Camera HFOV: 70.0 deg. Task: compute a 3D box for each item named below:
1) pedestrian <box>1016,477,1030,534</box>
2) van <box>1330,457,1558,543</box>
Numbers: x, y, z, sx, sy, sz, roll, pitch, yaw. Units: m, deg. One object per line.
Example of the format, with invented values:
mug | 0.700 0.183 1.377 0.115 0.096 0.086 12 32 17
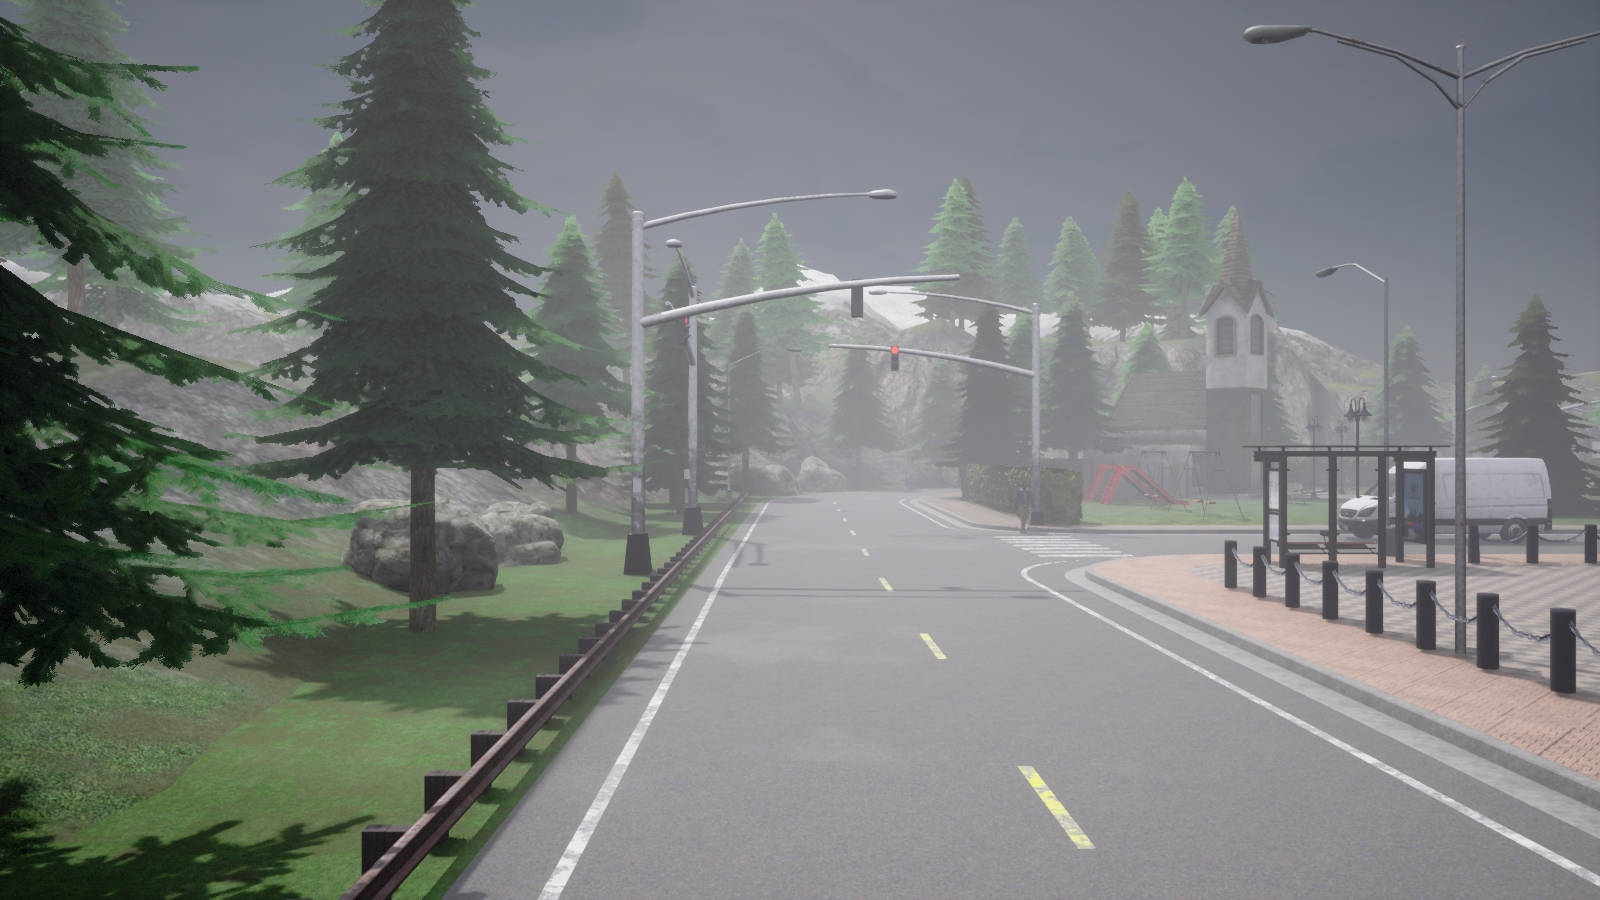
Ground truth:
pedestrian | 7.374 1.836 37.754 0.375 1.860 0.375 0 0 0
van | 19.746 1.515 35.223 5.915 2.561 1.988 0 0 0
